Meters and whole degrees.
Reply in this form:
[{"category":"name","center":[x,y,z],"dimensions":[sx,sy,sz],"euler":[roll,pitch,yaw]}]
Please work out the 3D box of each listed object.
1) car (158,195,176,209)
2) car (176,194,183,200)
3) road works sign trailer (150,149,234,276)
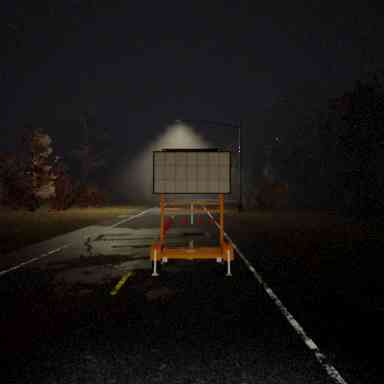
[{"category":"car","center":[-3.594,1.506,46.278],"dimensions":[1.837,1.490,4.892],"euler":[0,0,0]},{"category":"car","center":[-3.489,1.239,90.316],"dimensions":[2.150,2.045,5.566],"euler":[0,0,0]},{"category":"road works sign trailer","center":[0.000,0.464,10.349],"dimensions":[2.380,3.560,2.880],"euler":[0,0,0]}]
